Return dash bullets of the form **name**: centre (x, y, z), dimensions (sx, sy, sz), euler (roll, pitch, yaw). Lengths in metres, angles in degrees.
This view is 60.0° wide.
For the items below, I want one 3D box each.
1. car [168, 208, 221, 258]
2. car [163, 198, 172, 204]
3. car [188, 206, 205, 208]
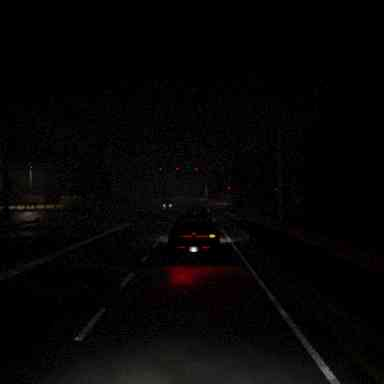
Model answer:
- **car**: centre (0.107, 1.639, 13.346), dimensions (1.837, 1.490, 4.892), euler (0, 0, 1)
- **car**: centre (-6.035, 2.334, 82.716), dimensions (1.812, 1.442, 4.674), euler (0, -1, 1)
- **car**: centre (0.400, 1.816, 27.353), dimensions (2.033, 1.411, 5.357), euler (0, -1, 5)
